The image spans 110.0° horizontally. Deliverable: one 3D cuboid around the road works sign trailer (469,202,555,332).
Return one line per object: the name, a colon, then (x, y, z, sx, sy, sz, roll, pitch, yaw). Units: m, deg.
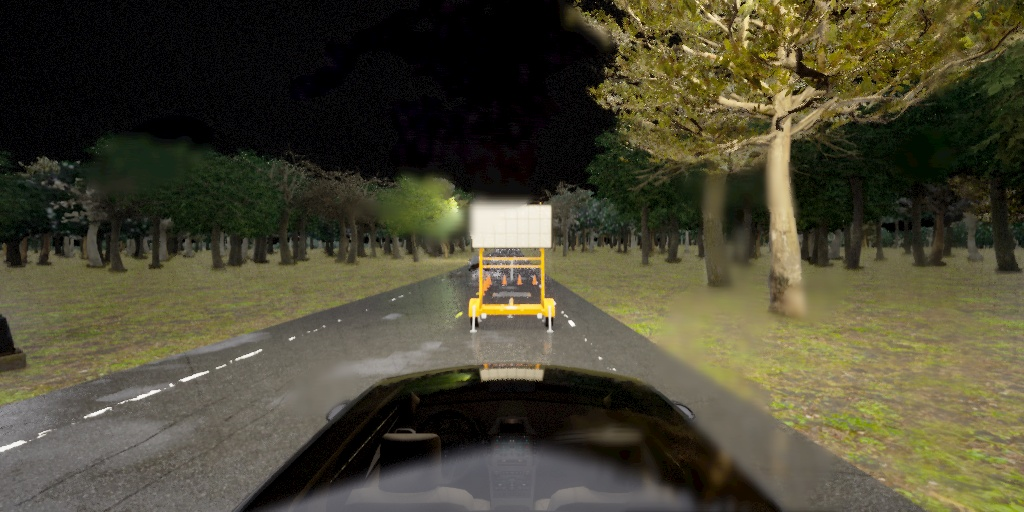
road works sign trailer: (-0.006, 0.189, 10.733, 2.380, 3.560, 2.880, 0, 0, 0)

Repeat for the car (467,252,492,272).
car: (-3.617, 0.745, 39.267, 2.097, 1.767, 4.553, 0, 1, 0)
